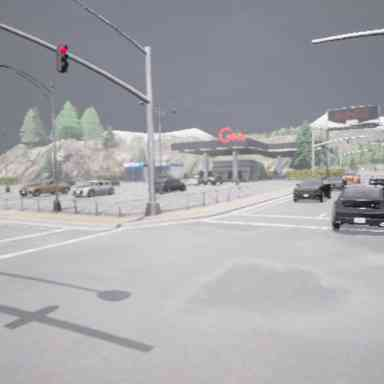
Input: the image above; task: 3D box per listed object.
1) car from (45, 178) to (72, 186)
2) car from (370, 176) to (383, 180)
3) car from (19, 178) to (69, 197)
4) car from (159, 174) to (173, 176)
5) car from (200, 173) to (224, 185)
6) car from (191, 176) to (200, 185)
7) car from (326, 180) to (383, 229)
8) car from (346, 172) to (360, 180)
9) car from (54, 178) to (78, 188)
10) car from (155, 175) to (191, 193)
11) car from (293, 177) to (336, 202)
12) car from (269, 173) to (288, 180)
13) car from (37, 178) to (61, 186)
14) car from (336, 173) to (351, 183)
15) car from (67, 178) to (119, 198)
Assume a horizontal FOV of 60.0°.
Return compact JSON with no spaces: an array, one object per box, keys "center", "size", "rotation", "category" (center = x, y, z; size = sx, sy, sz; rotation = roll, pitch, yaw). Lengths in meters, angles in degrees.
[{"center":[-28.668,-2.181,71.677],"size":[2.152,1.636,5.027],"rotation":[1,4,30],"category":"car"},{"center":[20.029,-1.113,35.522],"size":[1.895,1.301,4.718],"rotation":[1,4,30],"category":"car"},{"center":[-14.771,-0.420,33.720],"size":[2.152,1.636,5.027],"rotation":[1,4,30],"category":"car"},{"center":[-3.305,-1.555,47.110],"size":[1.932,1.855,4.605],"rotation":[1,4,30],"category":"car"},{"center":[3.497,-2.047,52.229],"size":[1.905,1.878,3.866],"rotation":[1,4,30],"category":"car"},{"center":[0.940,-1.834,54.449],"size":[1.970,1.475,3.806],"rotation":[1,4,30],"category":"car"},{"center":[6.506,0.491,12.537],"size":[1.837,1.490,4.892],"rotation":[1,4,30],"category":"car"},{"center":[21.868,-1.955,45.742],"size":[2.097,1.767,4.553],"rotation":[1,4,30],"category":"car"},{"center":[-22.305,-1.592,59.092],"size":[1.845,1.501,3.633],"rotation":[1,4,30],"category":"car"},{"center":[-2.349,-0.652,34.997],"size":[2.007,1.523,4.514],"rotation":[1,4,30],"category":"car"},{"center":[8.455,-0.214,23.126],"size":[1.882,1.535,5.008],"rotation":[1,4,31],"category":"car"},{"center":[21.106,-3.808,81.269],"size":[4.611,1.667,2.242],"rotation":[1,4,30],"category":"car"},{"center":[-31.403,-2.198,73.214],"size":[2.007,1.523,4.514],"rotation":[1,4,30],"category":"car"},{"center":[13.790,-0.798,32.179],"size":[1.994,1.385,4.181],"rotation":[1,4,31],"category":"car"},{"center":[-9.064,-0.302,30.767],"size":[1.970,1.475,3.806],"rotation":[1,4,30],"category":"car"}]
